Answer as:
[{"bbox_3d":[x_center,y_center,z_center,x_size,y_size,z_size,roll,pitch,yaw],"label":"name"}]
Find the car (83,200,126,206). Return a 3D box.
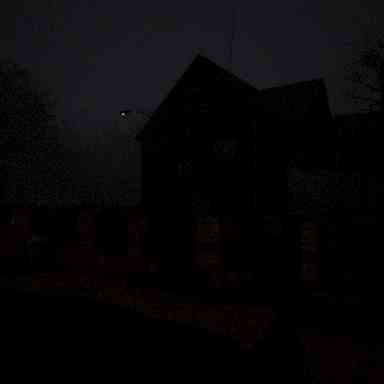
[{"bbox_3d":[-8.532,1.652,34.008,1.994,1.385,4.181,0,0,35],"label":"car"}]

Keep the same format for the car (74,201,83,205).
[{"bbox_3d":[-11.047,1.584,36.082,2.128,1.511,4.902,0,0,35],"label":"car"}]

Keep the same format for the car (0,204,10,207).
[{"bbox_3d":[-15.563,1.648,24.069,1.895,1.301,4.718,0,0,35],"label":"car"}]
